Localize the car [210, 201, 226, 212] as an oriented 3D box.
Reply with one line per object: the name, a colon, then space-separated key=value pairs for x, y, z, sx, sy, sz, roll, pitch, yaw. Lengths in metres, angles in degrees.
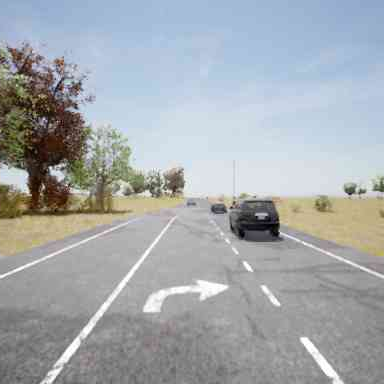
car: x=3.491 y=1.913 z=44.675 sx=2.128 sy=1.511 sz=4.902 roll=0 pitch=-1 yaw=0

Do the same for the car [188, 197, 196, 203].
car: x=-0.021 y=2.257 z=95.364 sx=2.097 sy=1.767 sz=4.553 roll=0 pitch=-1 yaw=0

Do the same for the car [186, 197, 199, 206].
car: x=-0.099 y=2.191 z=67.458 sx=1.994 sy=1.385 sz=4.181 roll=0 pitch=-1 yaw=2

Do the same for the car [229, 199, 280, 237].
car: x=3.496 y=1.407 z=19.386 sx=2.150 sy=2.045 sz=5.566 roll=0 pitch=-1 yaw=0
